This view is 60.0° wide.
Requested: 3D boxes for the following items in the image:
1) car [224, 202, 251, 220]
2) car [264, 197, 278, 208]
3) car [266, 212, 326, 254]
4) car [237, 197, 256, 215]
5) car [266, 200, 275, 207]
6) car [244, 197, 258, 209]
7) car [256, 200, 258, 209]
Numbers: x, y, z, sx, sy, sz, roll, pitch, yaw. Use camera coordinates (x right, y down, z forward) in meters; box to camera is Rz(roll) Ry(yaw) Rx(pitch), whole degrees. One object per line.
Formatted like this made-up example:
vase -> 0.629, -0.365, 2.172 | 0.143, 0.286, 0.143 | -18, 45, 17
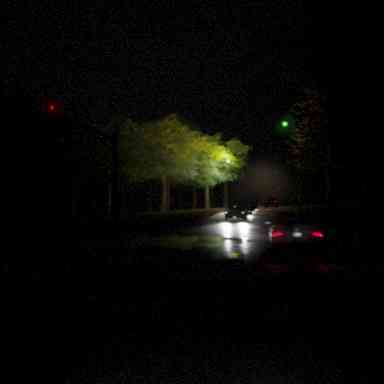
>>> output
car -> 4.102, 1.864, 30.584 | 1.895, 1.301, 4.718 | -1, -1, 12
car -> 14.272, 1.908, 59.969 | 2.150, 2.045, 5.566 | -1, -2, 12
car -> 3.913, 1.484, 12.968 | 2.033, 1.411, 5.357 | -1, -2, 13
car -> 6.082, 1.724, 39.472 | 2.097, 1.767, 4.553 | -1, -1, 13
car -> 16.578, 2.469, 70.378 | 1.837, 1.490, 4.892 | -1, -2, 12
car -> 10.559, 1.927, 59.391 | 2.150, 2.045, 5.566 | -1, -2, 12
car -> 8.302, 2.069, 49.173 | 1.994, 1.385, 4.181 | -1, -1, 13
